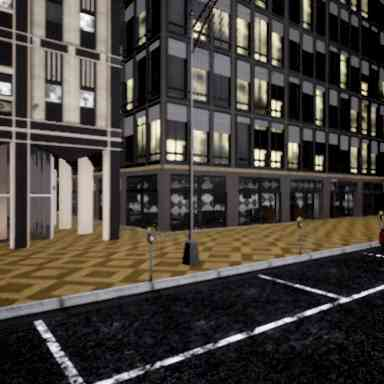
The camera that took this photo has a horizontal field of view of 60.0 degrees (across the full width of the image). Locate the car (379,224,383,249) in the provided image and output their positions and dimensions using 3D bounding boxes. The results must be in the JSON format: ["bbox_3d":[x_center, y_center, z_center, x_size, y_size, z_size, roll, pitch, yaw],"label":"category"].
[{"bbox_3d":[9.153,1.312,12.625,5.009,1.841,2.192,0,0,-36],"label":"car"}]
